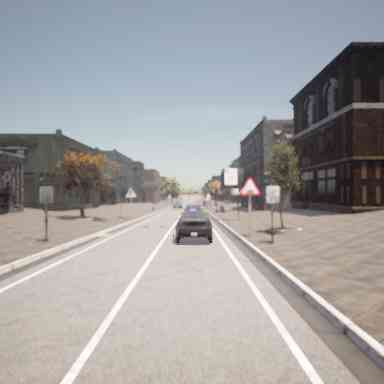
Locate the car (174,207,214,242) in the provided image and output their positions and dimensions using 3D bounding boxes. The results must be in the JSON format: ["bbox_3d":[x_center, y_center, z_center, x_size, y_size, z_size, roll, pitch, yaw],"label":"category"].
[{"bbox_3d":[0.107,1.781,18.026,1.837,1.490,4.892,0,-1,0],"label":"car"}]

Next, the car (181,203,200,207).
[{"bbox_3d":[0.114,2.043,37.006,2.097,1.767,4.553,0,-1,0],"label":"car"}]

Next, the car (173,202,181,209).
[{"bbox_3d":[-2.973,2.830,69.070,1.812,1.442,4.674,0,-1,0],"label":"car"}]
